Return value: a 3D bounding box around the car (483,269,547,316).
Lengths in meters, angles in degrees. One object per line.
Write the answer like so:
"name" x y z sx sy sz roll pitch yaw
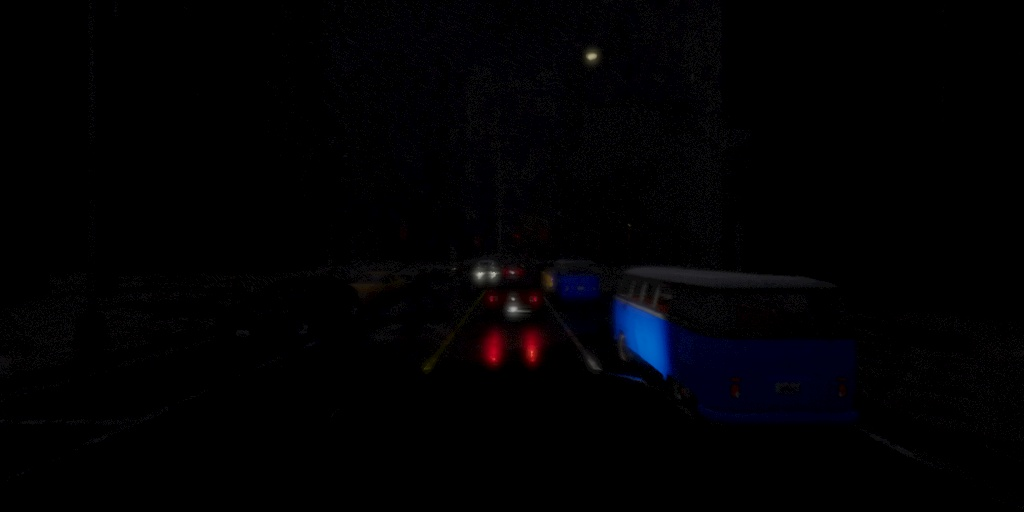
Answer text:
"car" 0.059 1.327 13.152 1.895 1.301 4.718 0 0 0

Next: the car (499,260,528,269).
"car" 0.065 1.258 30.081 1.994 1.385 4.181 0 0 0

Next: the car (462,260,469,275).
"car" -5.774 1.230 35.765 1.888 1.381 4.507 0 0 0

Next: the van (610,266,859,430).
"van" 2.761 1.083 5.437 1.690 1.789 3.998 0 0 0

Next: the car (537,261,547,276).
"car" 2.756 1.235 21.847 1.751 1.417 4.829 0 0 0

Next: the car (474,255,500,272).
"car" -3.079 0.893 45.083 2.150 2.045 5.566 0 0 0

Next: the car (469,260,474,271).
"car" -5.778 1.217 46.654 2.007 1.370 4.403 0 0 0

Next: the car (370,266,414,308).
"car" -5.767 1.248 14.990 1.751 1.417 4.829 0 0 0

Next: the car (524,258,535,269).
"car" 2.749 1.225 41.662 2.007 1.370 4.403 0 0 0

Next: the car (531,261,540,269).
"car" 2.754 1.266 27.090 1.948 1.339 4.313 0 0 0

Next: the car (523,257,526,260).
"car" 2.748 1.218 46.654 2.007 1.370 4.403 0 0 0

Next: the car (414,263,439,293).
"car" -5.769 1.263 20.449 2.007 1.370 4.403 0 0 0

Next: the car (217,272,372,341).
"car" -5.765 1.299 9.871 1.948 1.339 4.313 0 0 0

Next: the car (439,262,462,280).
"car" -5.772 1.245 30.321 2.007 1.370 4.403 0 0 0

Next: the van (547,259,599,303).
"van" 2.758 1.061 16.264 1.690 1.789 3.998 0 0 0
